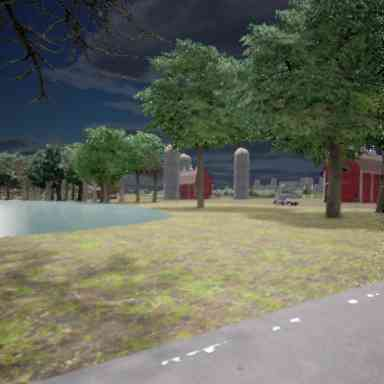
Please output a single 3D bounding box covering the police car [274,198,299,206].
[{"bbox_3d":[18.024,1.864,63.676,1.930,1.638,5.238,2,-1,-35],"label":"police car"}]
